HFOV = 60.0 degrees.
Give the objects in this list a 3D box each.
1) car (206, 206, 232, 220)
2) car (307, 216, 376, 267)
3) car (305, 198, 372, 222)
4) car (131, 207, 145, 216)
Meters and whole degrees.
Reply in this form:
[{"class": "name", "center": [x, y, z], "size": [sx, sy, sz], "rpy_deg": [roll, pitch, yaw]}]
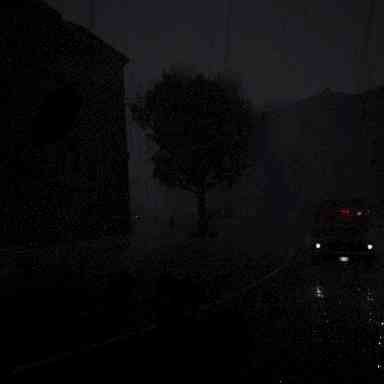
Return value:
[{"class": "car", "center": [3.105, 2.547, 40.951], "size": [2.128, 1.511, 4.902], "rpy_deg": [-3, -1, -25]}, {"class": "car", "center": [5.316, 1.761, 12.136], "size": [1.895, 1.301, 4.718], "rpy_deg": [-2, -2, 19]}, {"class": "car", "center": [10.052, 1.508, 23.331], "size": [2.150, 2.045, 5.566], "rpy_deg": [-2, -1, -8]}, {"class": "car", "center": [-10.023, 3.505, 60.331], "size": [1.994, 1.385, 4.181], "rpy_deg": [-3, 1, -25]}]
